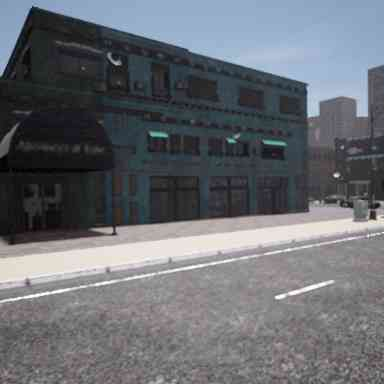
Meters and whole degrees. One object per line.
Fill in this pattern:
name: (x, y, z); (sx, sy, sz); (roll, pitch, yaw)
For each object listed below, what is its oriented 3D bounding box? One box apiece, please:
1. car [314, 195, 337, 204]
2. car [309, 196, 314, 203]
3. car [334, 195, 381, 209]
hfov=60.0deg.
car: (21.078, 1.133, 49.396); (2.008, 1.369, 4.403); (-3, 1, -35)
car: (17.867, 1.228, 53.905); (1.802, 1.307, 4.206); (-3, 1, -35)
car: (18.997, 1.263, 37.668); (1.947, 1.339, 4.313); (-3, 1, -35)
